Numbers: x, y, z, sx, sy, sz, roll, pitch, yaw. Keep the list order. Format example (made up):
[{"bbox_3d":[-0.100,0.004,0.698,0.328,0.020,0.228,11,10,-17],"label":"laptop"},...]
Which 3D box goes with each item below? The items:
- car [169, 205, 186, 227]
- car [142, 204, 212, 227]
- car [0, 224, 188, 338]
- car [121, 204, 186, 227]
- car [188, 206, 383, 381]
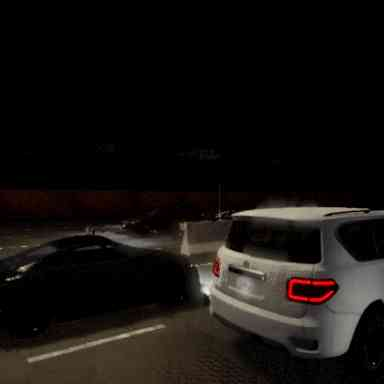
[{"bbox_3d":[1.563,1.606,17.894,4.902,1.511,2.128,1,-1,-35],"label":"car"},{"bbox_3d":[-1.039,1.643,24.603,4.892,1.490,1.837,1,-1,-35],"label":"car"},{"bbox_3d":[-1.888,1.591,6.701,4.181,1.385,1.994,1,0,-35],"label":"car"},{"bbox_3d":[-1.858,1.629,19.778,4.674,1.442,1.812,1,-1,-35],"label":"car"},{"bbox_3d":[2.871,1.273,5.774,5.566,2.045,2.150,0,0,-35],"label":"car"}]
